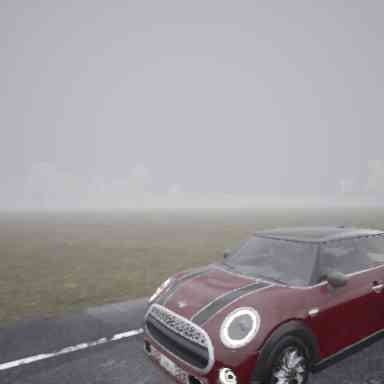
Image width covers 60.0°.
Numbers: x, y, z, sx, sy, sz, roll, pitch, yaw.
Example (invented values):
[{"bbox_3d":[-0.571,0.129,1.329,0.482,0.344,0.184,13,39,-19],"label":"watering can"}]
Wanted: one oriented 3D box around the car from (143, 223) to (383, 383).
[{"bbox_3d":[1.551,1.378,5.104,4.553,1.767,2.097,0,0,-36],"label":"car"}]
